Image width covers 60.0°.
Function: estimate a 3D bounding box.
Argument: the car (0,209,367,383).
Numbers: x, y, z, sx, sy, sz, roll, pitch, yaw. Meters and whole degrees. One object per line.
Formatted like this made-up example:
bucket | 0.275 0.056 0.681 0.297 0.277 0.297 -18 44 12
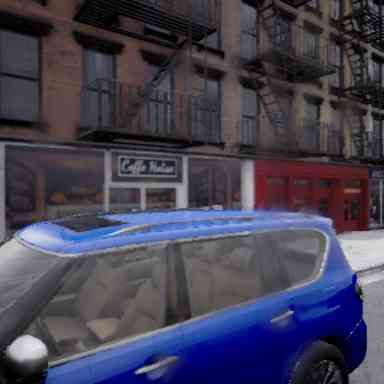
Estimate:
car | -0.719 1.223 2.866 5.566 2.045 2.150 0 0 -36
